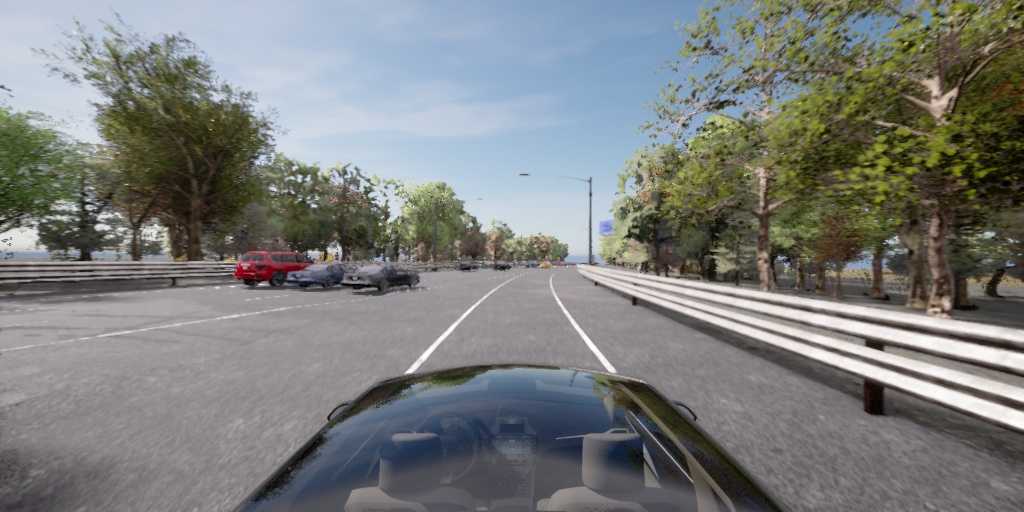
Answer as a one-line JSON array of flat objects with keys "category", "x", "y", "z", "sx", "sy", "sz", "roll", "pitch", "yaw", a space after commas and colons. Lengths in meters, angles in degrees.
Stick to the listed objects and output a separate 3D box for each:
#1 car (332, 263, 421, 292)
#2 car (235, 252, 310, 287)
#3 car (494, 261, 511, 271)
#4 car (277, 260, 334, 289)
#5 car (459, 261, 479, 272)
[{"category": "car", "x": -7.265, "y": 1.202, "z": 20.430, "sx": 2.033, "sy": 1.411, "sz": 5.357, "roll": 2, "pitch": 0, "yaw": 14}, {"category": "car", "x": -14.019, "y": 0.790, "z": 22.324, "sx": 2.150, "sy": 2.045, "sz": 5.566, "roll": 0, "pitch": -1, "yaw": 14}, {"category": "car", "x": -1.454, "y": 1.622, "z": 57.935, "sx": 1.882, "sy": 1.535, "sz": 5.008, "roll": 0, "pitch": -1, "yaw": 14}, {"category": "car", "x": -10.661, "y": 1.140, "z": 21.347, "sx": 2.033, "sy": 1.411, "sz": 5.357, "roll": 0, "pitch": -1, "yaw": 14}, {"category": "car", "x": -6.305, "y": 1.534, "z": 52.985, "sx": 1.837, "sy": 1.490, "sz": 4.892, "roll": 0, "pitch": -1, "yaw": 14}]
